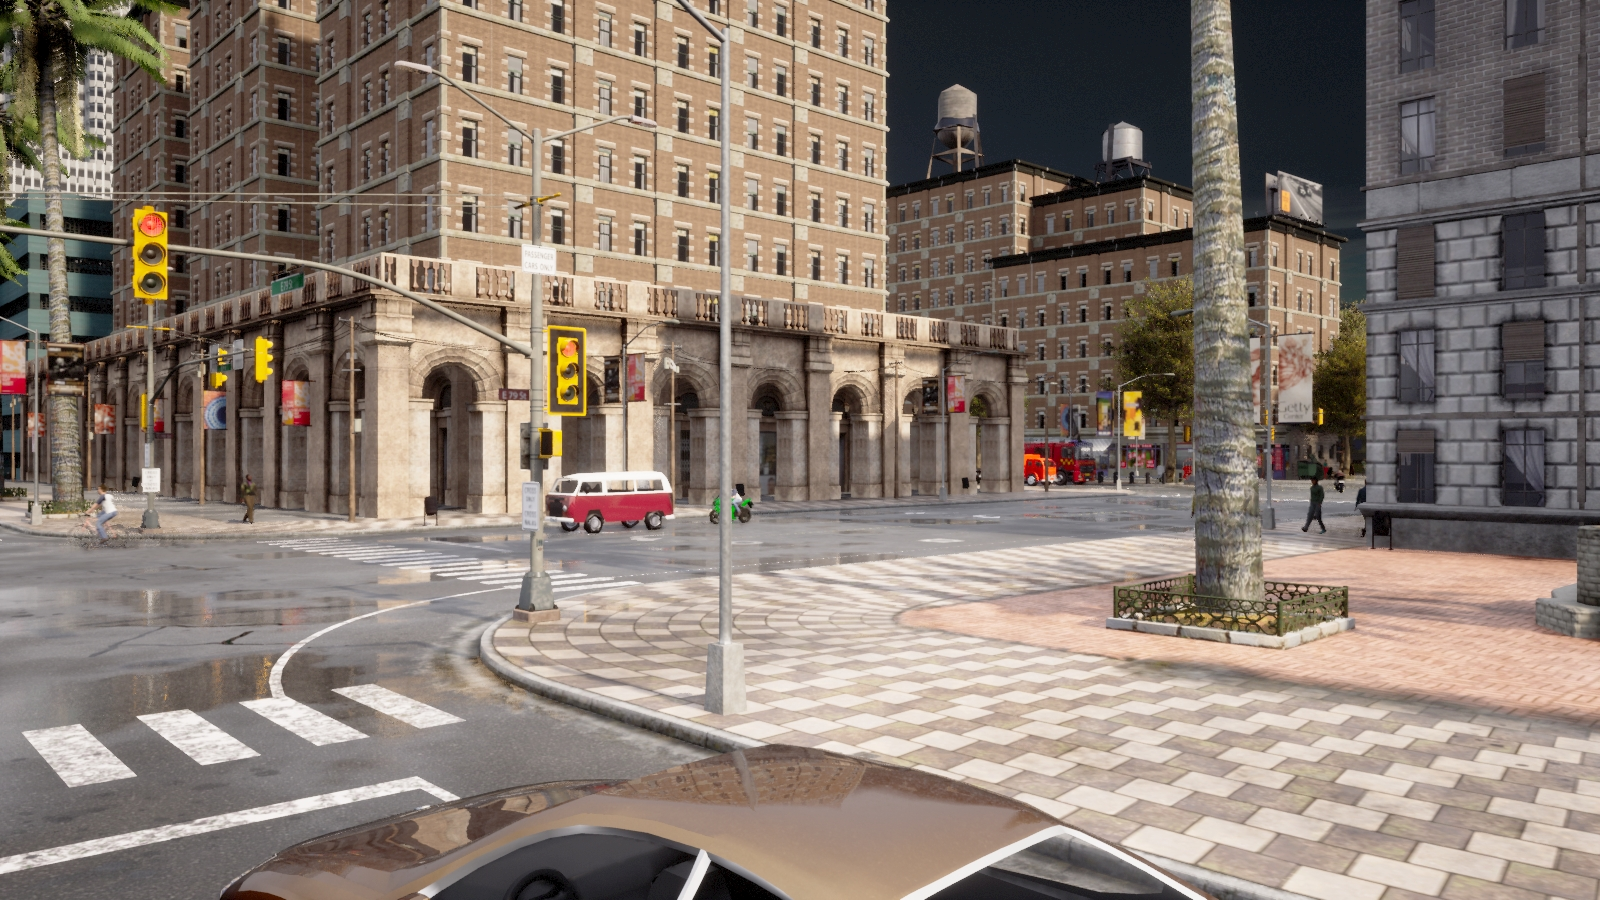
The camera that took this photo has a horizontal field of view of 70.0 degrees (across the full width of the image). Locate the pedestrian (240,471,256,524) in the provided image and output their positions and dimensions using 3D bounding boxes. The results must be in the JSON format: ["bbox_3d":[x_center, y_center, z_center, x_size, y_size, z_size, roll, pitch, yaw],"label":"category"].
[{"bbox_3d":[-19.636,1.697,40.650,0.375,1.860,0.375,0,0,40],"label":"pedestrian"}]

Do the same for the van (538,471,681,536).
[{"bbox_3d":[-6.553,1.783,39.554,4.480,2.038,2.069,0,0,-42],"label":"van"}]

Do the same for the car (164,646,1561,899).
[{"bbox_3d":[-0.308,1.992,4.309,5.027,1.651,2.152,0,0,42],"label":"car"}]

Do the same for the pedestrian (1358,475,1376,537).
[{"bbox_3d":[17.173,1.696,34.610,0.375,1.860,0.375,0,0,-38],"label":"pedestrian"}]

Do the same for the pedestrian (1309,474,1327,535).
[{"bbox_3d":[16.133,1.697,35.595,0.375,1.860,0.375,0,0,-26],"label":"pedestrian"}]

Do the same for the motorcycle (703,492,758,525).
[{"bbox_3d":[-2.608,2.213,43.140,2.033,1.145,0.803,0,0,-43],"label":"motorcycle"}]

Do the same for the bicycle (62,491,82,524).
[{"bbox_3d":[-28.285,2.206,44.372,0.373,1.196,1.643,0,0,-42],"label":"bicycle"}]

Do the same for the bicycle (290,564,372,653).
[{"bbox_3d":[-6.791,2.256,16.498,0.859,1.080,1.487,3,-1,-30],"label":"bicycle"}]

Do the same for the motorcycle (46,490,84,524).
[{"bbox_3d":[-28.682,2.205,44.576,0.867,1.251,2.209,0,0,-42],"label":"motorcycle"}]
